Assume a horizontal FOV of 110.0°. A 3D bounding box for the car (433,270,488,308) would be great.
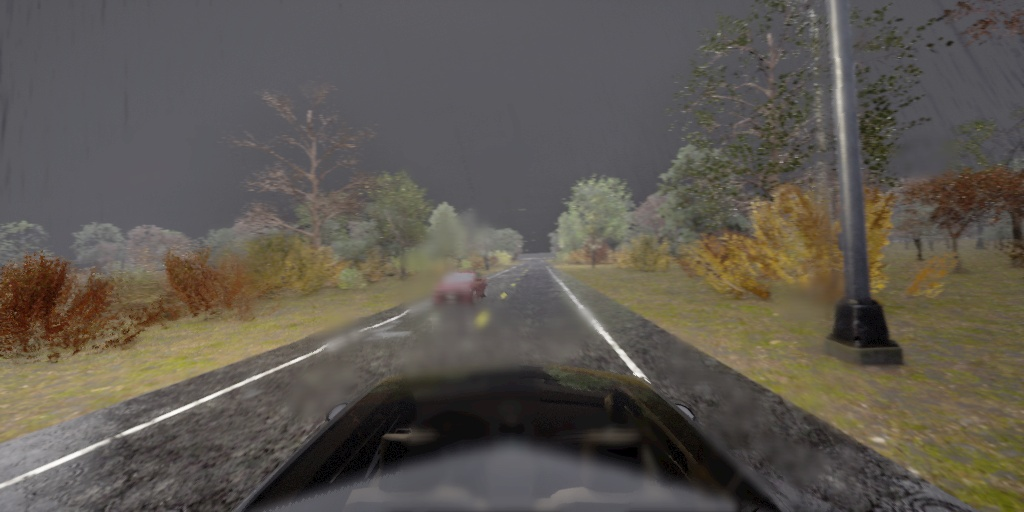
[{"bbox_3d":[-2.375,1.476,17.485,1.882,1.535,5.008,-3,0,4],"label":"car"}]
